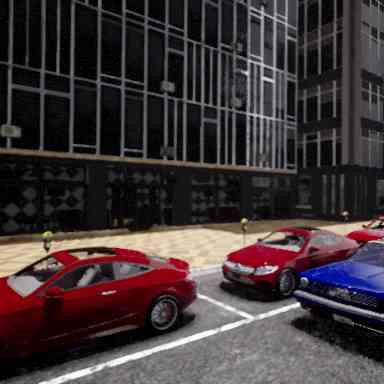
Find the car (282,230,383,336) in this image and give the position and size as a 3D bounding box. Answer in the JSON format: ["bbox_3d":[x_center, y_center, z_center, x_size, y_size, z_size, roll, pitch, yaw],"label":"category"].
[{"bbox_3d":[4.056,1.593,6.259,4.718,1.301,1.895,0,0,-35],"label":"car"}]

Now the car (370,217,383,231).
[{"bbox_3d":[7.195,1.530,11.677,4.507,1.381,1.887,0,1,-35],"label":"car"}]

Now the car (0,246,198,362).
[{"bbox_3d":[-1.839,1.581,5.236,4.206,1.307,1.802,0,1,-35],"label":"car"}]

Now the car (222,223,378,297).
[{"bbox_3d":[2.679,1.575,8.457,4.206,1.307,1.802,0,1,-35],"label":"car"}]
